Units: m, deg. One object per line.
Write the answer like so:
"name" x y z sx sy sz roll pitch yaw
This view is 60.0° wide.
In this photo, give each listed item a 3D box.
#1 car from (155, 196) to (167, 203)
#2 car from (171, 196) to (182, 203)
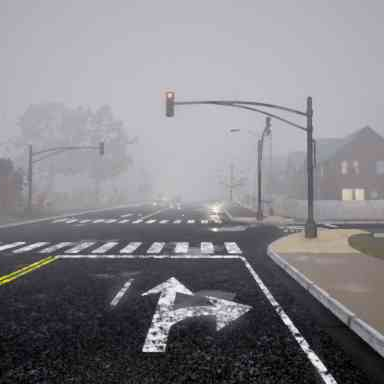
"car" -6.374 1.497 68.130 1.882 1.535 5.008 0 0 5
"car" -3.139 1.535 67.814 1.812 1.442 4.674 0 0 5
